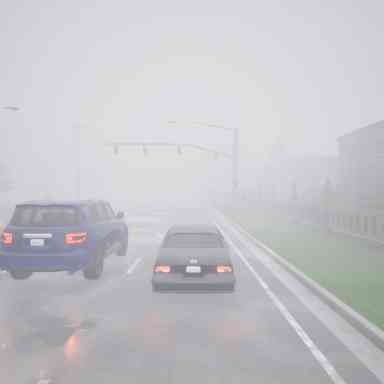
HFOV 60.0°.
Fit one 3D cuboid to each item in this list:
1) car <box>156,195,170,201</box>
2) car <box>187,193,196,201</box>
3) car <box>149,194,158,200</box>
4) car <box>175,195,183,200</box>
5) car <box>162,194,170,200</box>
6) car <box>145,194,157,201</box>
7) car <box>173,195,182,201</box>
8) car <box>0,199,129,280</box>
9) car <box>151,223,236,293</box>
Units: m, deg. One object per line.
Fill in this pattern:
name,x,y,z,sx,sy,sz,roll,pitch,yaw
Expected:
car,-7.134,1.588,83.016,1.895,1.301,4.718,0,0,0
car,-0.133,1.217,82.611,2.150,2.045,5.566,0,0,0
car,-10.650,1.310,92.983,1.882,1.535,5.008,0,0,0
car,-3.650,1.428,93.025,1.895,1.301,4.718,0,0,0
car,-7.150,1.385,92.989,1.994,1.385,4.181,0,0,0
car,-10.634,1.517,82.980,1.812,1.442,4.674,0,0,0
car,-3.633,1.469,82.575,1.882,1.535,5.008,0,0,0
car,-3.450,1.221,10.120,2.150,2.045,5.566,0,0,0
car,0.043,1.547,8.964,2.033,1.411,5.357,0,0,0
